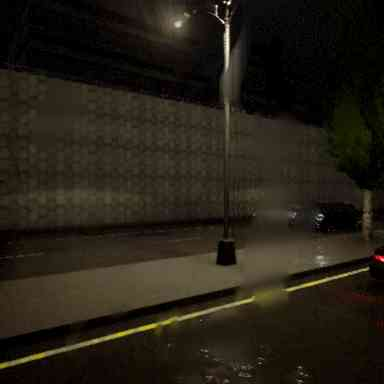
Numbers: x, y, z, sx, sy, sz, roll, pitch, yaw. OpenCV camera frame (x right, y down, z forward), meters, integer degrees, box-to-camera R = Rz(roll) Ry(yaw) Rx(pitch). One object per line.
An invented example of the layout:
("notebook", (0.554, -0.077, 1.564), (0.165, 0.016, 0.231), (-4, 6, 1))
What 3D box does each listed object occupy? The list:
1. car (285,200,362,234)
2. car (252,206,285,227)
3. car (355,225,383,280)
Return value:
("car", (7.890, 1.345, 19.442), (4.553, 1.767, 2.097), (0, 0, -35))
("car", (6.288, 1.594, 22.601), (4.718, 1.301, 1.895), (0, 0, -35))
("car", (6.611, 1.543, 8.462), (5.357, 1.411, 2.033), (0, 0, -35))
